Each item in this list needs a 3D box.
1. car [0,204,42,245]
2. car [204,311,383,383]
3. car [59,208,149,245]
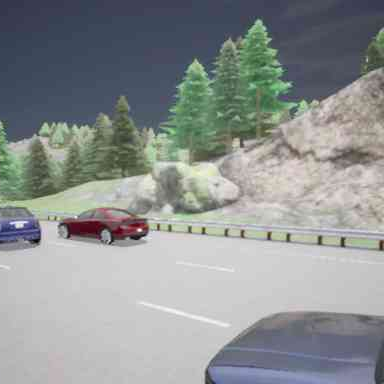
[{"bbox_3d":[-8.551,1.354,14.385,4.553,1.767,2.097,0,0,35],"label":"car"},{"bbox_3d":[2.637,1.547,2.108,5.357,1.411,2.033,0,0,35],"label":"car"},{"bbox_3d":[-4.251,1.479,15.618,5.008,1.535,1.882,0,0,35],"label":"car"}]
